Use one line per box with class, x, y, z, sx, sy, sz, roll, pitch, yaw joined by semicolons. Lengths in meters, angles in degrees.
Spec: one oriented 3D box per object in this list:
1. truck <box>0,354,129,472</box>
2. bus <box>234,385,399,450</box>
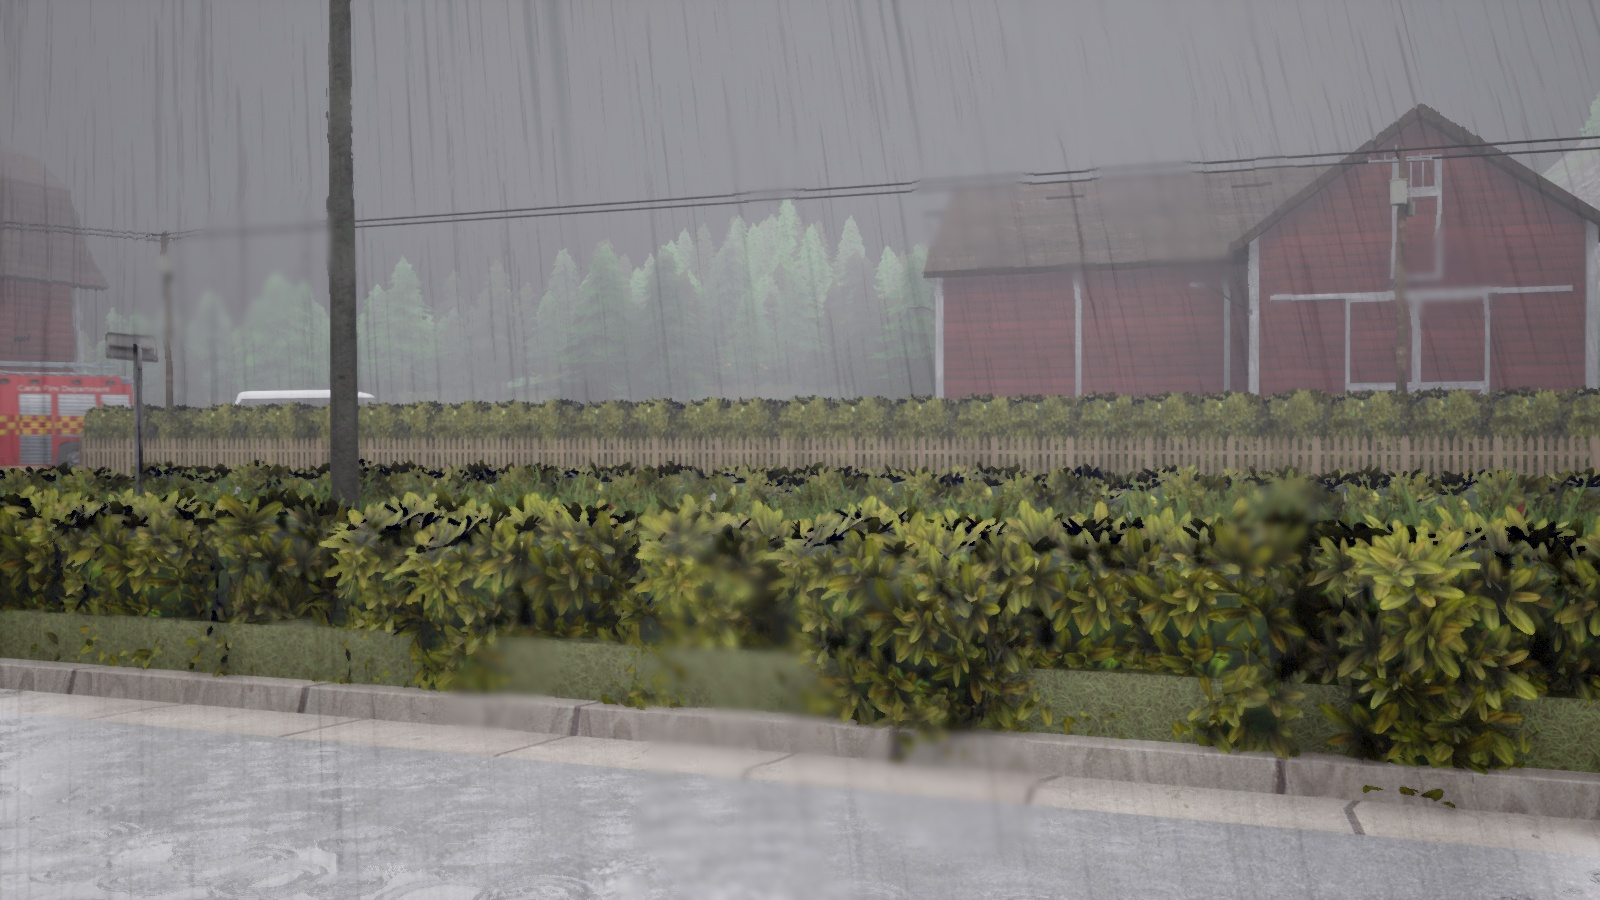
truck;-27.173;-1.214;41.383;8.468;3.827;2.891;-1;2;-40
bus;-32.607;-2.169;84.703;10.273;4.253;3.944;1;1;19
